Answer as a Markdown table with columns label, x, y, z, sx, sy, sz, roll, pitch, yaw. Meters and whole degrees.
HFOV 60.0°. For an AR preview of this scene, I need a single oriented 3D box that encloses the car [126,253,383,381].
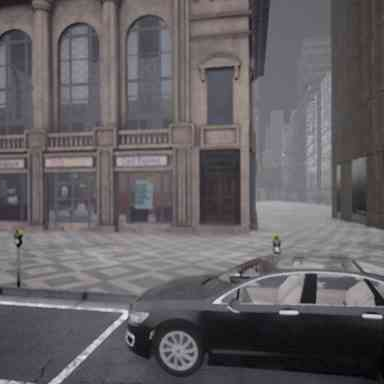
| label | x | y | z | sx | sy | sz | roll | pitch | yaw |
| --- | --- | --- | --- | --- | --- | --- | --- | --- | --- |
| car | 1.288 | 1.552 | 4.549 | 4.403 | 1.369 | 2.008 | 0 | 0 | 11 |
